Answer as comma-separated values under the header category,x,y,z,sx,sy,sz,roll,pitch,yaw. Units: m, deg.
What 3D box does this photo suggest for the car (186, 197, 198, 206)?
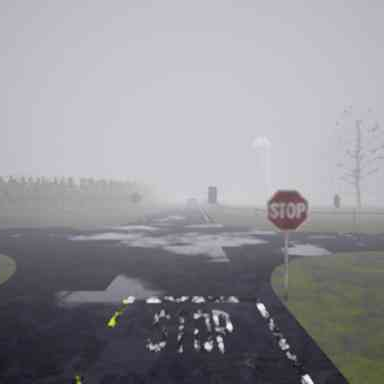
category,x,y,z,sx,sy,sz,roll,pitch,yaw
car,0.040,1.781,62.856,2.097,1.767,4.553,0,0,0

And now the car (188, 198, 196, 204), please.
category,x,y,z,sx,sy,sz,roll,pitch,yaw
car,-0.013,2.036,73.672,1.895,1.301,4.718,0,0,0
